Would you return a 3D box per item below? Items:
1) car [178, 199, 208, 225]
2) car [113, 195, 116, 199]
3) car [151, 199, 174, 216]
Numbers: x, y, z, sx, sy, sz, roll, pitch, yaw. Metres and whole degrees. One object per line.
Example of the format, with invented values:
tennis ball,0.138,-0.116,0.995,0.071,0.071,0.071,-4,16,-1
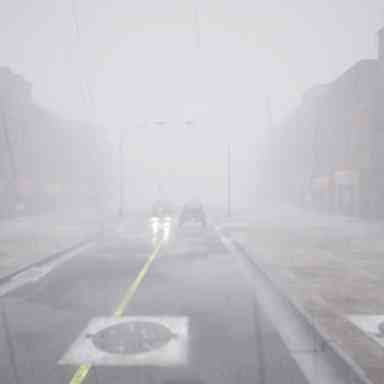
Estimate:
car,0.070,1.483,23.671,1.837,1.490,4.892,0,1,1
car,-20.321,1.008,78.519,4.507,1.381,1.887,-1,2,0
car,-2.772,1.458,32.099,2.128,1.511,4.902,0,0,1
